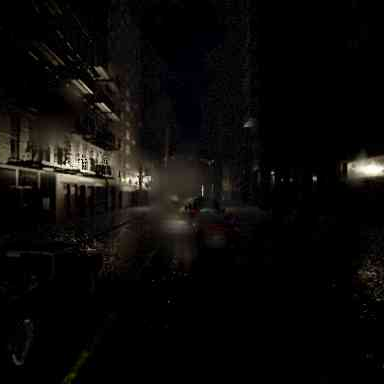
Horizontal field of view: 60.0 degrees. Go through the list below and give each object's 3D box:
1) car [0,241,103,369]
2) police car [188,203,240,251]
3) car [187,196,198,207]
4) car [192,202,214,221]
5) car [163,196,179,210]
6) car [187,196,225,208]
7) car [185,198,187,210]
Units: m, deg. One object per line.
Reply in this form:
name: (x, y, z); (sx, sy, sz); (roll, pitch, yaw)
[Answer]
car: (-3.098, 1.643, 5.894); (1.895, 1.301, 4.718); (0, 0, 0)
police car: (0.910, 1.530, 14.760); (1.930, 1.638, 5.238); (0, 0, 0)
car: (0.047, 1.751, 65.763); (2.150, 2.045, 5.566); (0, 0, 0)
car: (0.923, 1.726, 30.650); (1.837, 1.490, 4.892); (0, 0, 0)
car: (-3.041, 1.592, 49.073); (2.150, 2.045, 5.566); (0, -1, 0)
car: (0.918, 1.401, 24.681); (2.150, 2.045, 5.566); (0, 0, 0)
car: (0.038, 1.719, 48.982); (2.097, 1.767, 4.553); (0, -1, 0)
